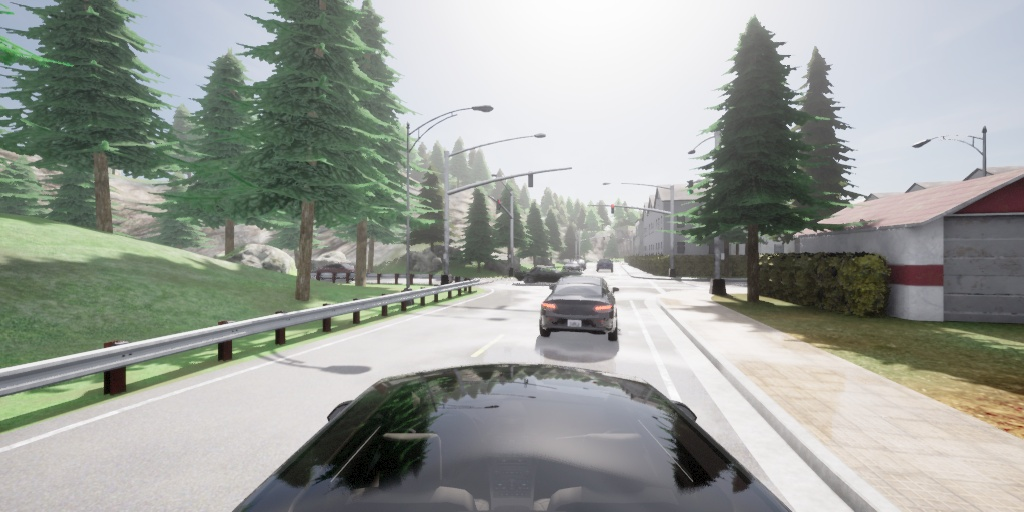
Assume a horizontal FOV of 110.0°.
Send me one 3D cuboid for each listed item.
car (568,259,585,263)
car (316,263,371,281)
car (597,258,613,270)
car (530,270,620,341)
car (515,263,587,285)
[{"bbox_3d":[7.270,1.314,43.184,1.994,1.385,4.181,0,0,15],"label":"car"},{"bbox_3d":[-13.917,1.290,29.617,4.674,1.442,1.812,0,0,15],"label":"car"},{"bbox_3d":[12.476,1.102,48.113,2.097,1.767,4.553,0,0,15],"label":"car"},{"bbox_3d":[1.939,1.276,9.902,1.812,1.442,4.674,0,0,15],"label":"car"},{"bbox_3d":[2.678,1.358,25.167,4.718,1.301,1.895,0,0,15],"label":"car"}]
